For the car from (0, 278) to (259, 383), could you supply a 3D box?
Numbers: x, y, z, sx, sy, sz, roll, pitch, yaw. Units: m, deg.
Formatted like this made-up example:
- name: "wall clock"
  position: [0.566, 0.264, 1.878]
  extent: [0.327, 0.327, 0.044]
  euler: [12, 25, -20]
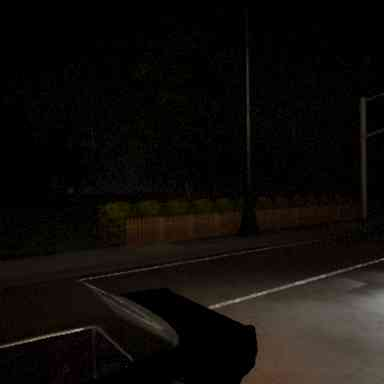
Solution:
- name: "car"
  position: [-1.732, 1.601, 2.750]
  extent: [4.718, 1.301, 1.895]
  euler: [-1, 1, -36]
